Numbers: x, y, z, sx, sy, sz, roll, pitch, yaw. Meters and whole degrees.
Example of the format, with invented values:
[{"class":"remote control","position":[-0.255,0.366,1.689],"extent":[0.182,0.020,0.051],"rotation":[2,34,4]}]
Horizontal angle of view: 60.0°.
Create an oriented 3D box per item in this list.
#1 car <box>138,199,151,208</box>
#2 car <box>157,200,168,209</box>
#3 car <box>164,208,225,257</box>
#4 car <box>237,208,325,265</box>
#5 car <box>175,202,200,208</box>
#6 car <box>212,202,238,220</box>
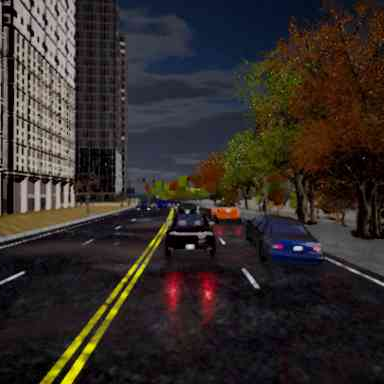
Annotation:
[{"class":"car","position":[-8.428,1.980,59.247],"extent":[2.097,1.767,4.553],"rotation":[0,-1,-3]},{"class":"car","position":[-5.128,2.097,58.388],"extent":[1.882,1.535,5.008],"rotation":[0,-1,-3]},{"class":"car","position":[-0.071,1.636,13.548],"extent":[2.128,1.511,4.902],"rotation":[0,0,0]},{"class":"car","position":[3.214,1.582,12.590],"extent":[2.033,1.411,5.357],"rotation":[5,4,0]},{"class":"car","position":[-0.404,1.652,28.488],"extent":[2.097,1.767,4.553],"rotation":[0,-1,-1]},{"class":"car","position":[2.832,1.620,28.584],"extent":[2.097,1.767,4.553],"rotation":[-1,-2,-2]}]
